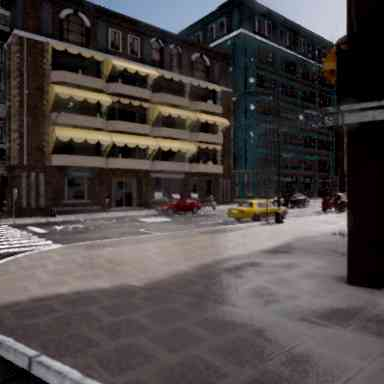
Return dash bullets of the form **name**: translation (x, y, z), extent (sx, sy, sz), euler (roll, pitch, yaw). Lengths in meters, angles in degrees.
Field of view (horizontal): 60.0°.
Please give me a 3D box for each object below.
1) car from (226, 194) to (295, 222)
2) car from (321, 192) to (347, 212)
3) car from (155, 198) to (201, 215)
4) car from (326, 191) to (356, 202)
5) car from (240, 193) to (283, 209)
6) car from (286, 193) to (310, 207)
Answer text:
- **car**: translation (4.360, 1.100, 21.591), extent (4.829, 1.417, 1.752), euler (-1, 2, -39)
- **car**: translation (12.821, 0.809, 28.475), extent (4.097, 1.590, 1.967), euler (-1, 2, -39)
- **car**: translation (-1.102, 1.175, 27.951), extent (4.206, 1.307, 1.802), euler (-1, 2, -39)
- **car**: translation (20.381, 0.610, 45.435), extent (4.507, 1.381, 1.887), euler (-1, 2, -39)
- **car**: translation (7.359, 0.913, 34.837), extent (4.829, 1.417, 1.752), euler (-1, 2, -39)
- **car**: translation (9.976, 0.863, 33.635), extent (4.892, 1.490, 1.837), euler (-2, 1, -39)
